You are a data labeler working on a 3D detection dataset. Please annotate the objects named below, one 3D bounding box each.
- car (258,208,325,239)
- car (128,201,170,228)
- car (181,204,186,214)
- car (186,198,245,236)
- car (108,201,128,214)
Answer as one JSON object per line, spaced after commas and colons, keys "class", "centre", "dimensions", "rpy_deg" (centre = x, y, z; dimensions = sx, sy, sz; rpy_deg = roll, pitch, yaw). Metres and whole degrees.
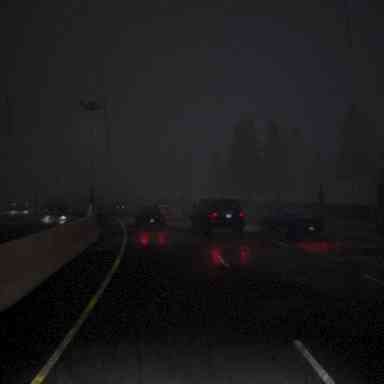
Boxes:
{"class": "car", "centre": [5.212, 1.587, 18.136], "dimensions": [1.882, 1.535, 5.008], "rpy_deg": [0, 0, -10]}
{"class": "car", "centre": [-3.120, 1.658, 23.628], "dimensions": [2.128, 1.511, 4.902], "rpy_deg": [0, 0, -13]}
{"class": "car", "centre": [0.228, 1.722, 36.536], "dimensions": [1.882, 1.535, 5.008], "rpy_deg": [0, 0, -19]}
{"class": "car", "centre": [1.381, 1.351, 19.742], "dimensions": [2.150, 2.045, 5.566], "rpy_deg": [0, 0, -11]}
{"class": "car", "centre": [-8.977, 1.842, 40.704], "dimensions": [2.033, 1.411, 5.357], "rpy_deg": [0, 0, -24]}
